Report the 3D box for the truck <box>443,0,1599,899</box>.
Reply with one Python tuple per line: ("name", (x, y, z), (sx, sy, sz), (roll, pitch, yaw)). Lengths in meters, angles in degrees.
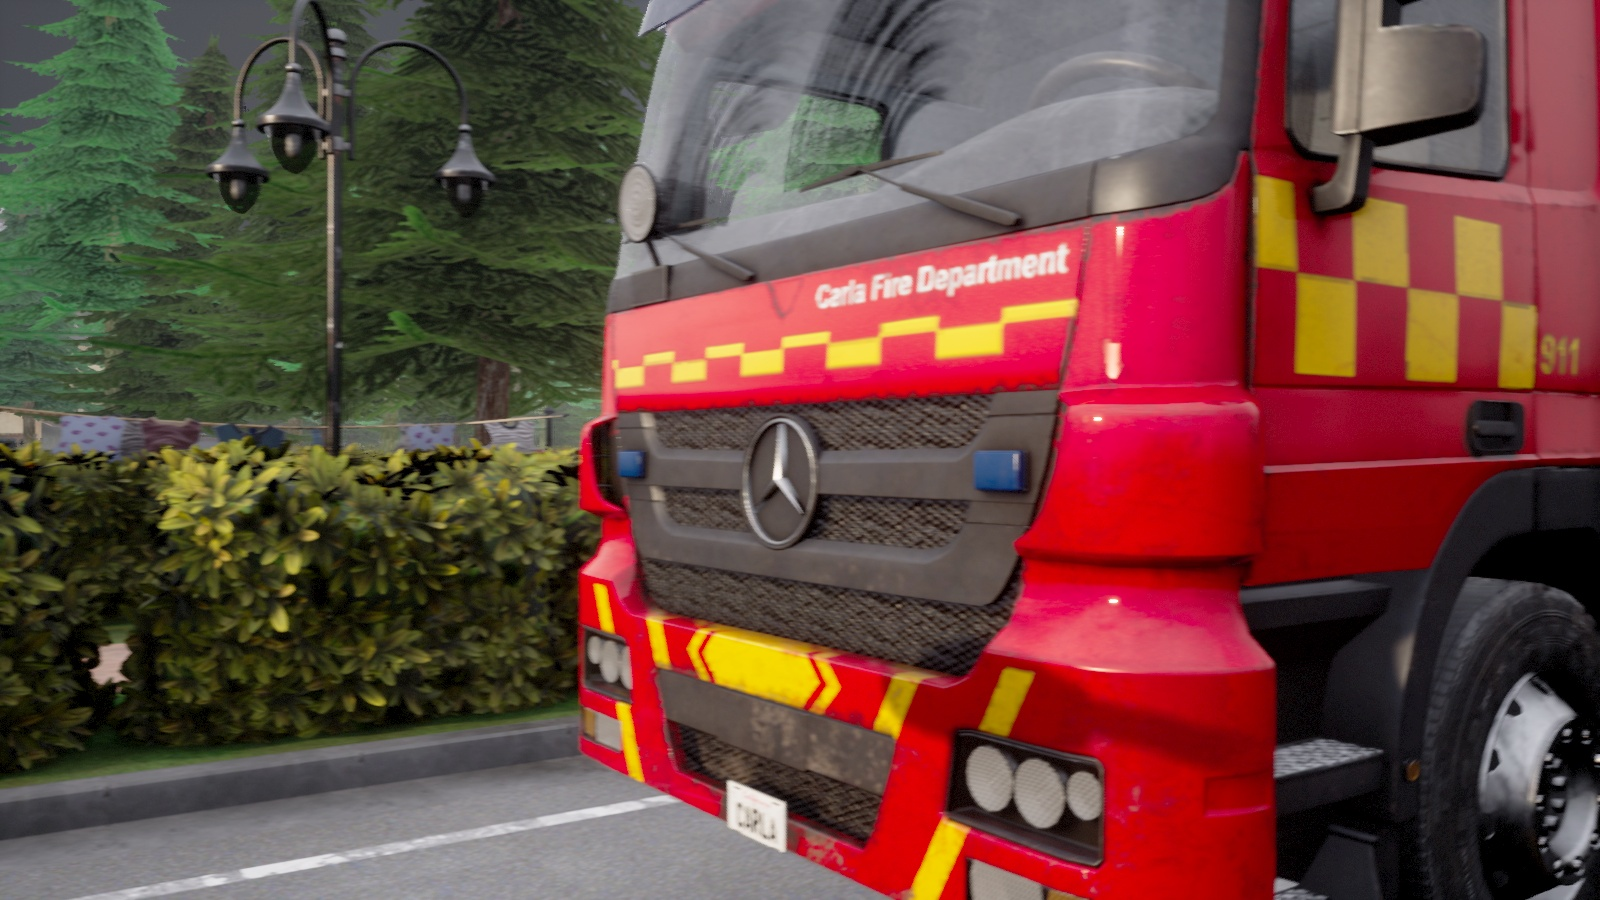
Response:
("truck", (3.015, -0.412, 5.761), (8.468, 3.827, 2.891), (0, 0, -35))
